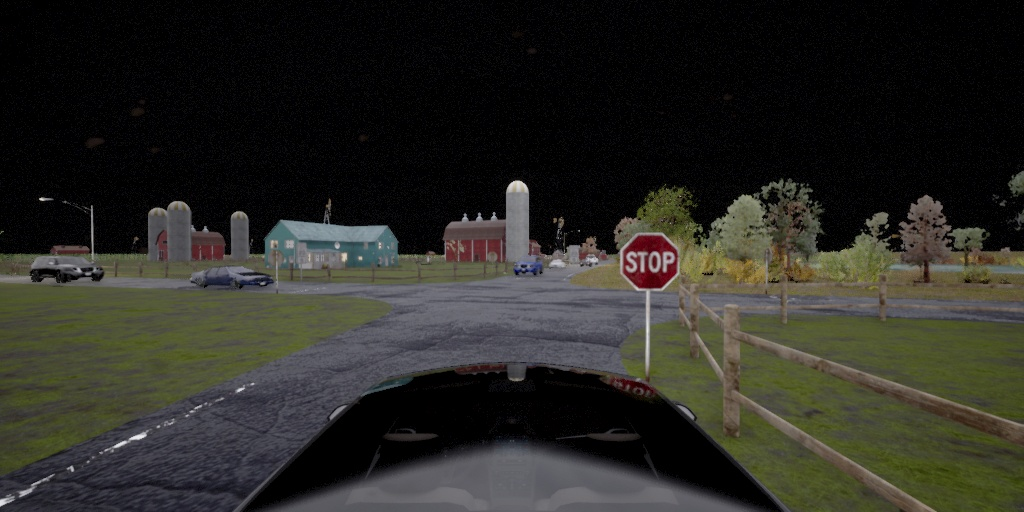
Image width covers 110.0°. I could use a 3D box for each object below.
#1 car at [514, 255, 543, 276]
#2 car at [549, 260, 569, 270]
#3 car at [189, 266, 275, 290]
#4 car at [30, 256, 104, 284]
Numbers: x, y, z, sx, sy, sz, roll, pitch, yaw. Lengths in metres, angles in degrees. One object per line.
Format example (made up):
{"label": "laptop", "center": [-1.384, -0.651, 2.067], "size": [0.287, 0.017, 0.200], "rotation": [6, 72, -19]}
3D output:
{"label": "car", "center": [1.790, 0.957, 37.035], "size": [2.150, 2.045, 5.566], "rotation": [0, 0, 14]}
{"label": "car", "center": [6.768, 1.259, 53.582], "size": [1.812, 1.442, 4.674], "rotation": [0, 0, 18]}
{"label": "car", "center": [-17.875, 1.326, 22.852], "size": [5.357, 1.411, 2.033], "rotation": [0, 1, 17]}
{"label": "car", "center": [-34.971, 1.037, 28.162], "size": [5.566, 2.045, 2.150], "rotation": [0, 1, 17]}
